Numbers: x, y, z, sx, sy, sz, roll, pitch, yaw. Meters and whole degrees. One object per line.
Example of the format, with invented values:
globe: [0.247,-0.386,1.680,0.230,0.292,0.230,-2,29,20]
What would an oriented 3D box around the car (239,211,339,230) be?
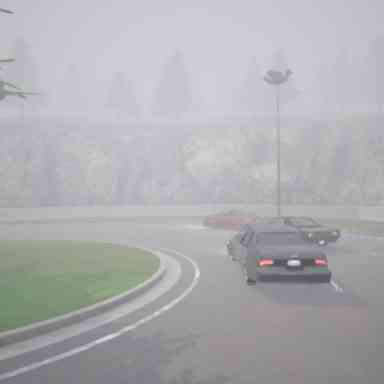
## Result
car: [4.366,1.772,15.471,1.895,1.301,4.718,0,-1,-23]

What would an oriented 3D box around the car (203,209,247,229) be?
car: [2.756,1.845,22.574,4.181,1.385,1.994,-1,-1,42]

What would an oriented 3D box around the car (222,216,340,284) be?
car: [2.269,1.665,9.927,2.033,1.411,5.357,0,-1,0]
